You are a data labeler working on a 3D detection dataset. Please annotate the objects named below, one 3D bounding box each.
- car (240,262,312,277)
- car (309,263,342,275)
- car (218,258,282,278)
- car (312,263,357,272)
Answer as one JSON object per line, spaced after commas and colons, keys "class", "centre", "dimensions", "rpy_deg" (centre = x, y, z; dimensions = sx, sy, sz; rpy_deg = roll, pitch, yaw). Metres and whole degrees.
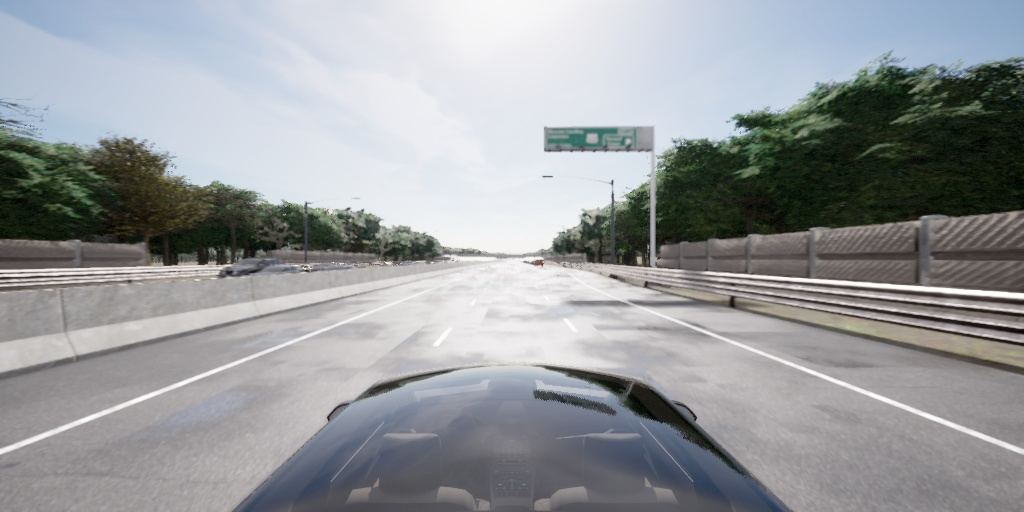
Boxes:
{"class": "car", "centre": [-17.589, 1.465, 27.050], "dimensions": [1.837, 1.490, 4.892], "rpy_deg": [0, 0, 0]}
{"class": "car", "centre": [-23.843, 1.628, 46.100], "dimensions": [1.837, 1.490, 4.892], "rpy_deg": [0, -1, -3]}
{"class": "car", "centre": [-21.086, 1.203, 29.408], "dimensions": [2.150, 2.045, 5.566], "rpy_deg": [0, -1, 0]}
{"class": "car", "centre": [-14.088, 1.484, 29.211], "dimensions": [1.837, 1.490, 4.892], "rpy_deg": [0, 0, 0]}
